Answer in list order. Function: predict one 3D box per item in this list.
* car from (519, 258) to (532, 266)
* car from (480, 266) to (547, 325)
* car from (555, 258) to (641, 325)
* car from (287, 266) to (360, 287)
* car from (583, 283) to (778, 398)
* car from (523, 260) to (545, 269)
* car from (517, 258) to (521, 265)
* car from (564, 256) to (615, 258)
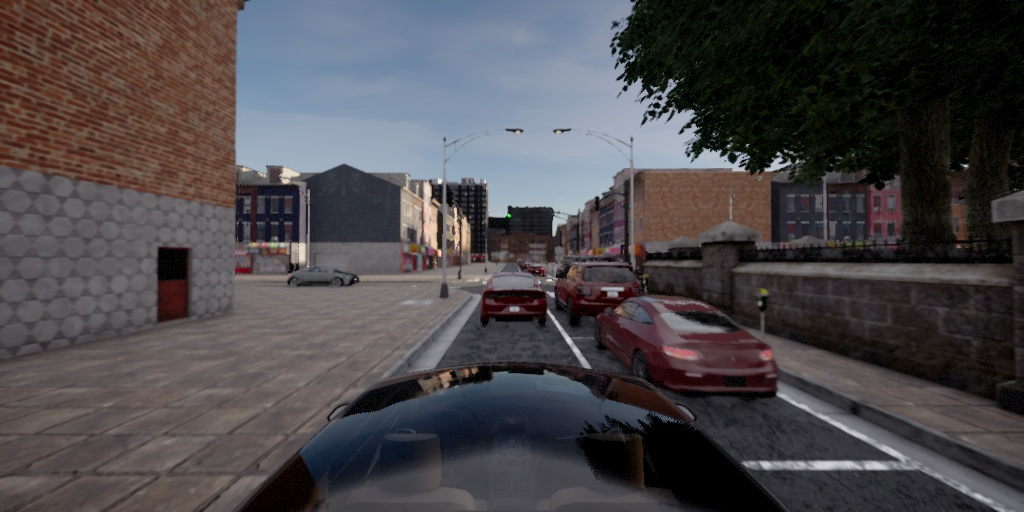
[{"bbox_3d":[2.451,1.475,54.502,1.888,1.381,4.507,0,0,0],"label":"car"},{"bbox_3d":[0.007,1.251,11.912,1.882,1.535,5.008,0,0,-1],"label":"car"},{"bbox_3d":[2.607,1.087,11.762,2.192,1.841,5.009,0,0,0],"label":"car"},{"bbox_3d":[-12.150,1.337,23.279,4.181,1.385,1.994,0,-1,0],"label":"car"},{"bbox_3d":[2.627,1.341,6.313,1.802,1.307,4.207,0,0,0],"label":"car"},{"bbox_3d":[2.510,1.404,38.191,1.888,1.381,4.507,0,0,0],"label":"car"},{"bbox_3d":[2.431,1.270,59.939,2.192,1.841,5.009,0,0,0],"label":"car"},{"bbox_3d":[5.782,1.023,22.987,5.566,2.045,2.150,0,-2,-15],"label":"car"}]
